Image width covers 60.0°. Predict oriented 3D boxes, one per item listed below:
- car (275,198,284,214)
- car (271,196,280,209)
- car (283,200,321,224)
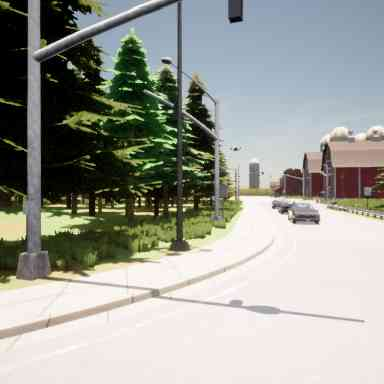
[{"bbox_3d":[10.116,1.601,34.804,1.895,1.301,4.718,0,0,10],"label":"car"},{"bbox_3d":[11.786,1.564,44.727,1.994,1.385,4.181,0,0,9],"label":"car"},{"bbox_3d":[8.389,1.547,25.308,2.033,1.411,5.357,0,0,10],"label":"car"}]
